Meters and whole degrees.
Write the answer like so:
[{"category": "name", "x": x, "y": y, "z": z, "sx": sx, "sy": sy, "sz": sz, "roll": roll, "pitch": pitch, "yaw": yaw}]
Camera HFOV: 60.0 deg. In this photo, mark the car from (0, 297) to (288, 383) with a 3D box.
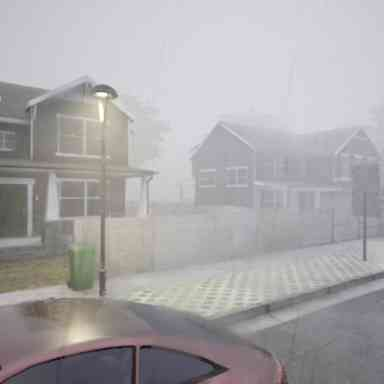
[{"category": "car", "x": -1.221, "y": 1.565, "z": 2.201, "sx": 4.181, "sy": 1.385, "sz": 1.994, "roll": 0, "pitch": 0, "yaw": -36}]
